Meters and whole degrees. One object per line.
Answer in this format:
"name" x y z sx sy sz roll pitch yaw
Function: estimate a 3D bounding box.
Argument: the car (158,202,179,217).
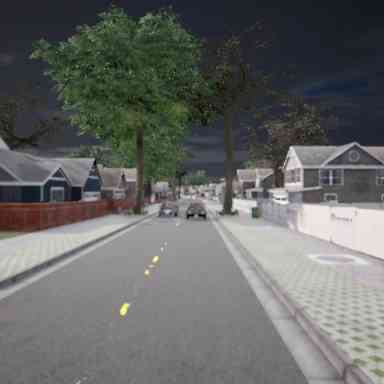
"car" -2.363 1.773 34.648 2.128 1.511 4.902 0 0 1

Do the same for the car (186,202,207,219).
"car" 0.413 1.871 31.781 1.895 1.301 4.718 0 0 1

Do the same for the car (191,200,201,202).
"car" 0.582 1.896 46.558 1.837 1.490 4.892 0 0 1
